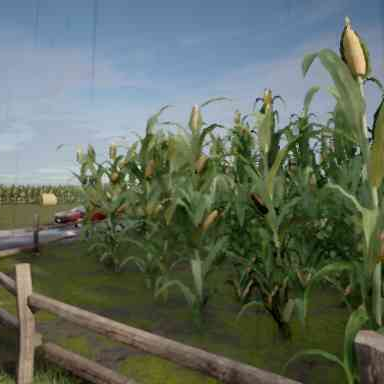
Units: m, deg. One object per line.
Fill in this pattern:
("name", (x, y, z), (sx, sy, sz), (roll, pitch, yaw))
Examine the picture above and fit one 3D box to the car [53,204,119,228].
("car", (-7.268, 1.569, 23.291), (1.882, 1.535, 5.008), (1, 0, 28))
